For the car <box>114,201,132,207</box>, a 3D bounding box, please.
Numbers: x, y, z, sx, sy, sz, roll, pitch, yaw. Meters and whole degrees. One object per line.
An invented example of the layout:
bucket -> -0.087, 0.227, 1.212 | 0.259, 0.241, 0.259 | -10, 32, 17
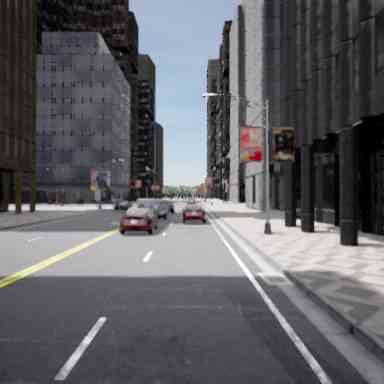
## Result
car -> -9.821, 2.005, 47.780 | 1.882, 1.535, 5.008 | 0, -1, 0

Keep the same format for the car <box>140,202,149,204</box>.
car -> -6.571, 2.094, 47.982 | 1.994, 1.385, 4.181 | 0, -1, 0

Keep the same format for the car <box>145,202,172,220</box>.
car -> -3.249, 1.961, 32.022 | 1.895, 1.301, 4.718 | 0, -1, 0

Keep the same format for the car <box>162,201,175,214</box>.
car -> -3.249, 1.909, 42.993 | 2.033, 1.649, 4.856 | 0, -1, 0

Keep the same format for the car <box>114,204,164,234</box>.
car -> -3.250, 1.742, 21.024 | 2.163, 1.488, 4.792 | 0, -1, 0

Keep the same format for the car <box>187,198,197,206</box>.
car -> 0.002, 2.175, 76.786 | 2.097, 1.767, 4.553 | 0, -1, 0

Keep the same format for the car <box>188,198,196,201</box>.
car -> 0.063, 2.197, 61.975 | 1.812, 1.442, 4.674 | 0, -1, 1

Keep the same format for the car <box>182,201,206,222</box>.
car -> 0.155, 1.840, 29.866 | 2.163, 1.488, 4.792 | 0, -1, -1
